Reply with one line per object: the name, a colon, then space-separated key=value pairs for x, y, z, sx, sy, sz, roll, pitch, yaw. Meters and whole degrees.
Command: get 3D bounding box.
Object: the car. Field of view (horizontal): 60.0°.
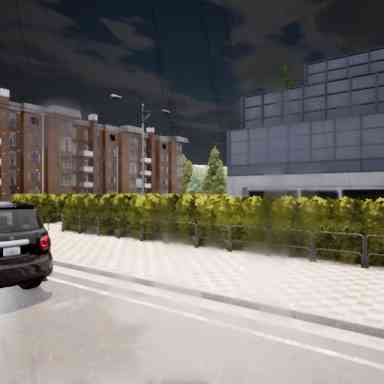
car: x=-5.569 y=1.219 z=7.908 sx=5.566 sy=2.045 sz=2.150 roll=0 pitch=0 yaw=36
